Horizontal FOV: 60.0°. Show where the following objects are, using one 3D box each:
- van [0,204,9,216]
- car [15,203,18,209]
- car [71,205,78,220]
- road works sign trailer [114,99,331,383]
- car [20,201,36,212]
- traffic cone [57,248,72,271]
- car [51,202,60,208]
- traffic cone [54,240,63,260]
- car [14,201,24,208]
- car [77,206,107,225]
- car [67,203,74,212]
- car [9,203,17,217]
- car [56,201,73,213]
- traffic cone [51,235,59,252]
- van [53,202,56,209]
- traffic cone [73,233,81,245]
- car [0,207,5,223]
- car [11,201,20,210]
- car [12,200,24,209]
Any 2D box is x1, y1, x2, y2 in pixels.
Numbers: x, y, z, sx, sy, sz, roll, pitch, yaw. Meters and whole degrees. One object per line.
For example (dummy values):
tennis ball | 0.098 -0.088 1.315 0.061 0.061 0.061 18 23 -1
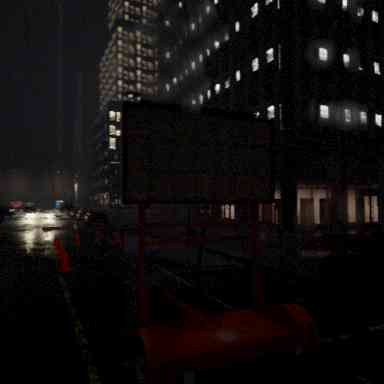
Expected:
van | -18.793 2.022 31.577 1.690 1.788 3.998 2 -2 -25
car | -26.103 2.579 47.021 1.802 1.307 4.206 2 -2 -25
car | -11.170 2.299 35.046 2.008 1.369 4.403 2 -2 -25
road works sign trailer | 0.093 0.574 4.920 2.380 3.560 2.880 1 -1 -25
car | -28.512 2.715 58.375 2.128 1.511 4.902 1 -1 -25
traffic cone | -4.050 2.190 10.670 0.340 0.580 0.340 1 -1 -25
car | -35.553 3.362 86.534 1.802 1.307 4.206 2 -2 -25
traffic cone | -4.905 2.229 12.478 0.340 0.580 0.340 1 -1 -25
car | -43.150 3.154 83.084 1.967 1.590 4.097 2 -2 -25
car | -8.735 2.191 29.896 2.008 1.369 4.403 2 -2 -25
car | -13.605 2.399 40.197 1.887 1.381 4.507 2 -2 -25
car | -23.668 2.443 41.872 2.008 1.369 4.403 2 -2 -25
car | -20.908 2.483 55.655 2.192 1.841 5.009 2 -2 -25
traffic cone | -5.760 2.267 14.286 0.340 0.580 0.340 1 -1 -25
van | -28.205 2.818 71.109 1.690 1.788 3.998 2 -2 -25
traffic cone | -5.711 2.314 16.521 0.340 0.580 0.340 1 -1 -25
car | -16.362 2.139 26.420 1.947 1.339 4.313 2 -2 -25
car | -35.841 2.725 67.635 2.192 1.841 5.009 2 -2 -25
car | -40.711 2.928 77.936 2.192 1.841 5.009 2 -2 -25
